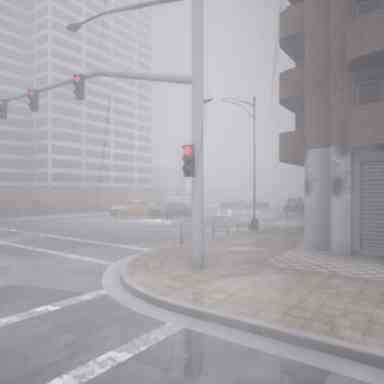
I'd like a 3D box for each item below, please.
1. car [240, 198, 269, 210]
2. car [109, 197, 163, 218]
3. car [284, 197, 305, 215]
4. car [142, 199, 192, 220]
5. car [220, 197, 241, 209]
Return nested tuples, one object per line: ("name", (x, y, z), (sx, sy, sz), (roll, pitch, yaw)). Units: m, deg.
("car", (8.412, 1.552, 42.894), (1.812, 1.442, 4.674), (0, 0, 35))
("car", (-5.203, 1.455, 29.856), (1.882, 1.535, 5.008), (0, 0, 35))
("car", (11.229, 1.341, 34.577), (2.097, 1.767, 4.553), (0, 0, 35))
("car", (-1.859, 1.545, 28.522), (1.994, 1.385, 4.181), (0, 0, 35))
("car", (5.554, 1.482, 44.914), (1.882, 1.535, 5.008), (0, 0, 35))
